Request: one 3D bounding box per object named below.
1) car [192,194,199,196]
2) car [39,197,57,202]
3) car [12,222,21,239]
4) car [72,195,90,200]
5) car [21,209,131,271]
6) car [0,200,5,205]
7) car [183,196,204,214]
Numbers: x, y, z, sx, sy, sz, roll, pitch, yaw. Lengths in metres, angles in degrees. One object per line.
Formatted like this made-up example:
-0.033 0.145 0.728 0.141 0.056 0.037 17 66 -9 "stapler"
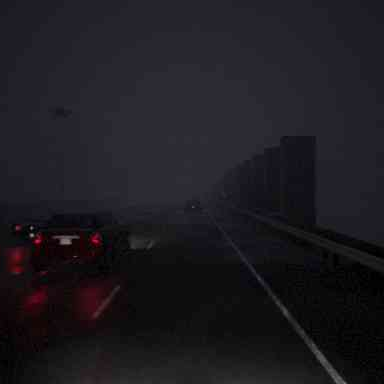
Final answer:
0.695 1.244 66.502 2.033 1.649 4.856 0 0 0 "car"
-27.347 1.555 63.357 1.994 1.385 4.181 0 0 1 "car"
-6.898 1.602 16.672 1.895 1.301 4.718 0 0 0 "car"
-20.397 1.357 61.276 2.097 1.767 4.553 0 0 2 "car"
-3.400 1.353 11.082 2.097 1.767 4.553 0 0 0 "car"
-24.446 1.495 39.729 2.128 1.511 4.902 0 0 1 "car"
0.123 1.505 35.015 2.163 1.488 4.792 0 0 1 "car"
